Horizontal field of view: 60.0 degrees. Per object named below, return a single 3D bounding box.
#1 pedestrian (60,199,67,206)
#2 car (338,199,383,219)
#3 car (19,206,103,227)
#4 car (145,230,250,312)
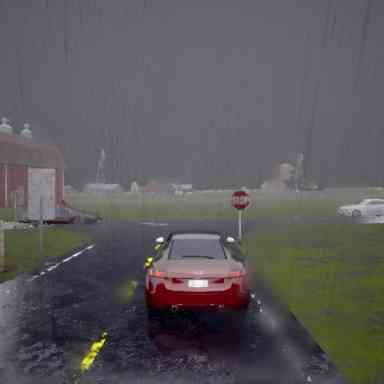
[{"bbox_3d":[-11.273,1.491,29.142,0.375,1.860,0.375,0,0,4],"label":"pedestrian"},{"bbox_3d":[13.983,1.283,26.256,4.674,1.442,1.812,-1,0,-4],"label":"car"},{"bbox_3d":[-9.077,1.663,23.143,5.357,1.411,2.033,-1,-1,3],"label":"car"},{"bbox_3d":[0.087,1.565,7.799,1.994,1.385,4.181,0,0,-1],"label":"car"}]
